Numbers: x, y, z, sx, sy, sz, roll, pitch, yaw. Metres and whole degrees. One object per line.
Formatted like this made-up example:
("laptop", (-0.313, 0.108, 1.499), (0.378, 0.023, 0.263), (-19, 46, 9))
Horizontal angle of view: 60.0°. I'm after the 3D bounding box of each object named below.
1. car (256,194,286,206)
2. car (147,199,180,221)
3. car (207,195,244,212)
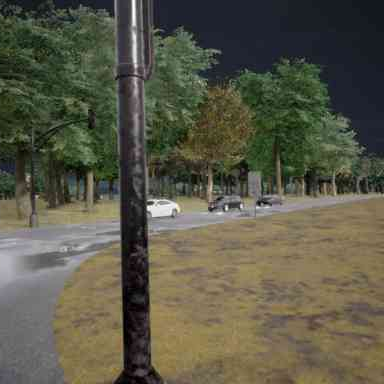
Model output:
("car", (9.766, 0.970, 40.948), (2.033, 1.411, 5.357), (-3, -1, 37))
("car", (-2.779, 1.268, 24.469), (1.812, 1.442, 4.674), (-3, -1, 37))
("car", (3.354, 1.087, 32.537), (1.837, 1.490, 4.892), (-3, -1, 37))
